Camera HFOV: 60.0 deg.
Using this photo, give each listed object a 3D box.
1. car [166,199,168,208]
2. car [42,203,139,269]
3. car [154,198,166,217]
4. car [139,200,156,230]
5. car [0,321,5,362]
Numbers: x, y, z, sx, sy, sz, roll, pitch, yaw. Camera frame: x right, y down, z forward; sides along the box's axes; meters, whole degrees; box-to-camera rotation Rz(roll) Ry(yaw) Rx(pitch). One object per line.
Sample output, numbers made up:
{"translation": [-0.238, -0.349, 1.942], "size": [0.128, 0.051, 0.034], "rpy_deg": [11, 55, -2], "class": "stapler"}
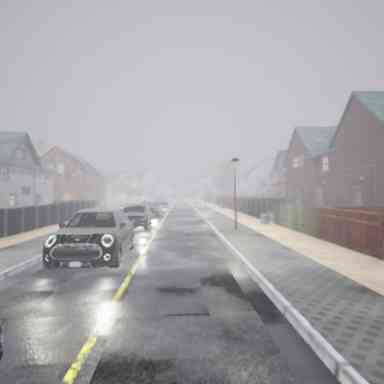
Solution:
{"translation": [-4.553, 1.531, 49.818], "size": [1.994, 1.385, 4.181], "rpy_deg": [0, 0, -2], "class": "car"}
{"translation": [-3.226, 1.360, 11.210], "size": [2.097, 1.767, 4.553], "rpy_deg": [0, 0, -2], "class": "car"}
{"translation": [-3.919, 1.509, 31.293], "size": [2.128, 1.511, 4.902], "rpy_deg": [0, 0, -1], "class": "car"}
{"translation": [-3.592, 1.514, 21.360], "size": [1.837, 1.490, 4.892], "rpy_deg": [0, 0, -2], "class": "car"}
{"translation": [-2.864, 1.618, 1.310], "size": [1.895, 1.301, 4.718], "rpy_deg": [0, 0, -2], "class": "car"}
